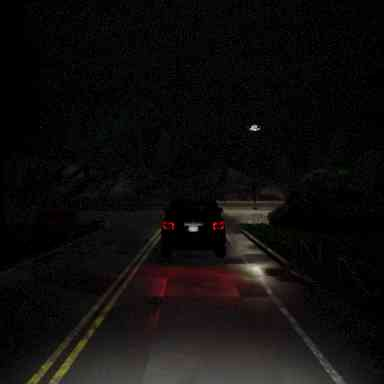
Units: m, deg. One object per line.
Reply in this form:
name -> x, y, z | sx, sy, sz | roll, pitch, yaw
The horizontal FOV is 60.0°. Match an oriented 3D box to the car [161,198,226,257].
car -> 0.061, 1.223, 12.992 | 2.150, 2.045, 5.566 | 0, 0, 0
